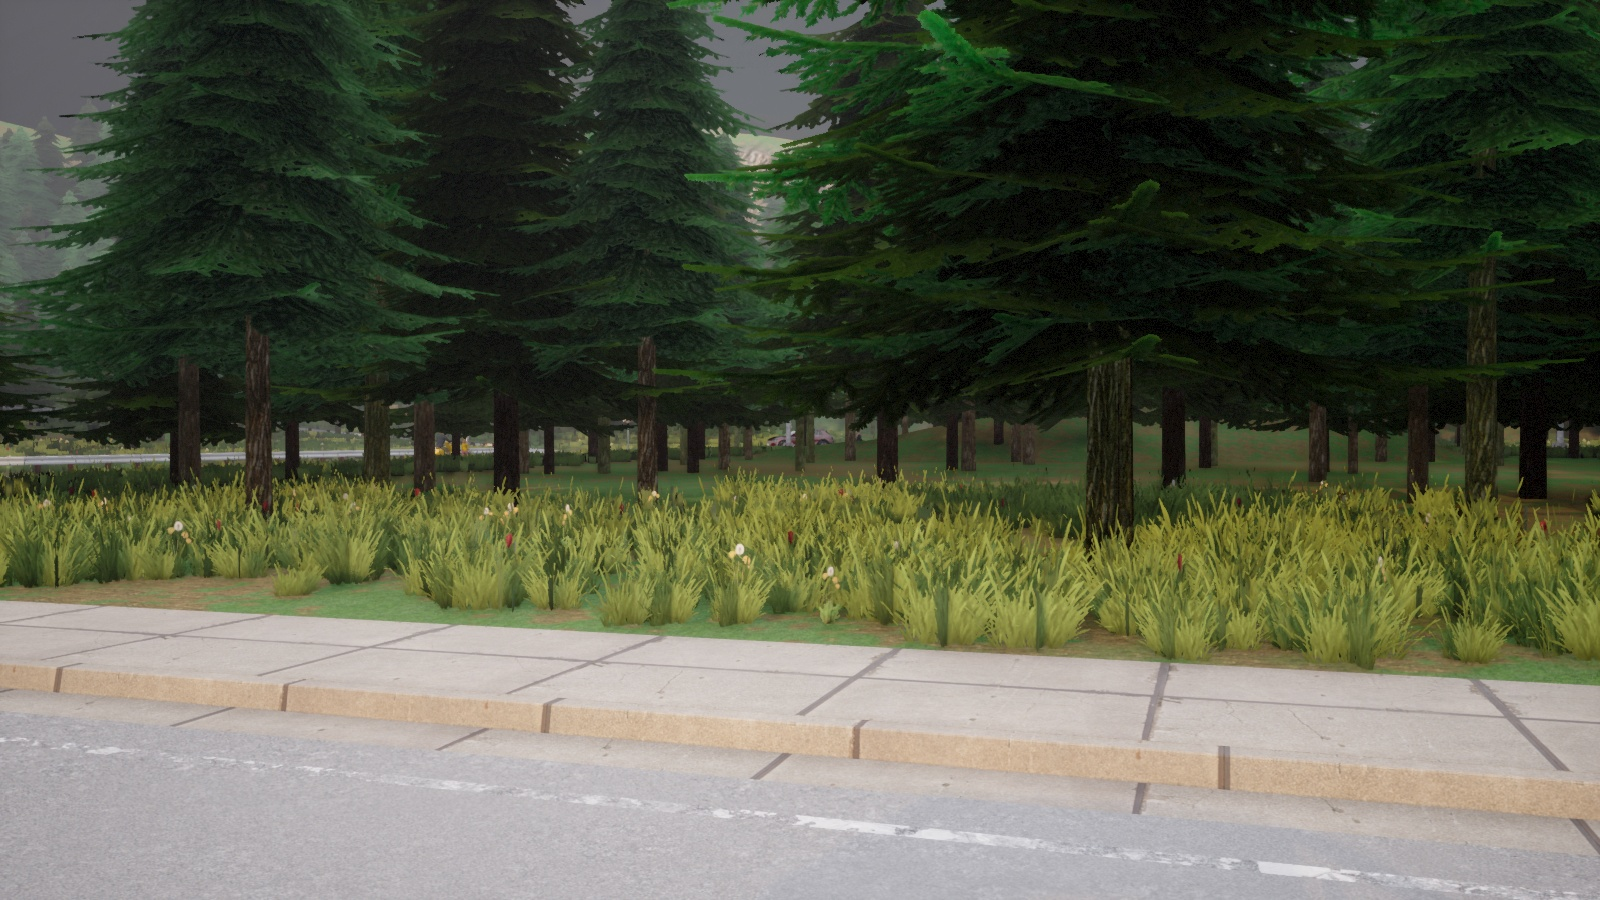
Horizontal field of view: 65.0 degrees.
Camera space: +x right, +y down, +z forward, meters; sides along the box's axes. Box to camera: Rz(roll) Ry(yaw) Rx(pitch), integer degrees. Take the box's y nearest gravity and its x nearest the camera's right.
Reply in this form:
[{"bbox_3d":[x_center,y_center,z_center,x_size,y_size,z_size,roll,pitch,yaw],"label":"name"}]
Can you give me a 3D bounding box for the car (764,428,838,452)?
[{"bbox_3d":[0.049,-0.694,88.989,4.856,1.649,2.033,0,1,-19],"label":"car"}]
